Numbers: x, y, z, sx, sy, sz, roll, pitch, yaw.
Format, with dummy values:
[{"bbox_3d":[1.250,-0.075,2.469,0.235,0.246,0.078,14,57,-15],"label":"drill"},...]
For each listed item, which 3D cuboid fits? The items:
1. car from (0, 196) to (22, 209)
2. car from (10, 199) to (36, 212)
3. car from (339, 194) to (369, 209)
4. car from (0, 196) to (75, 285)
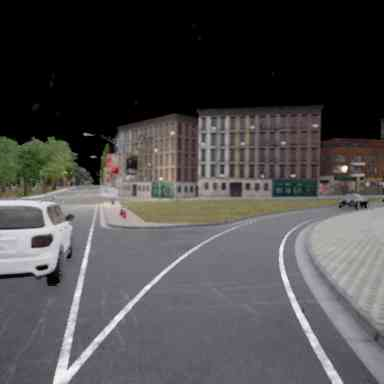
[{"bbox_3d":[-24.742,1.382,45.020,2.128,1.511,4.902,0,0,-15],"label":"car"},{"bbox_3d":[-19.783,1.519,39.112,1.994,1.385,4.181,0,0,-15],"label":"car"},{"bbox_3d":[19.417,1.029,39.692,4.553,1.767,2.097,-1,2,-44],"label":"car"},{"bbox_3d":[-4.657,1.235,9.391,2.150,2.045,5.566,0,0,-15],"label":"car"}]
